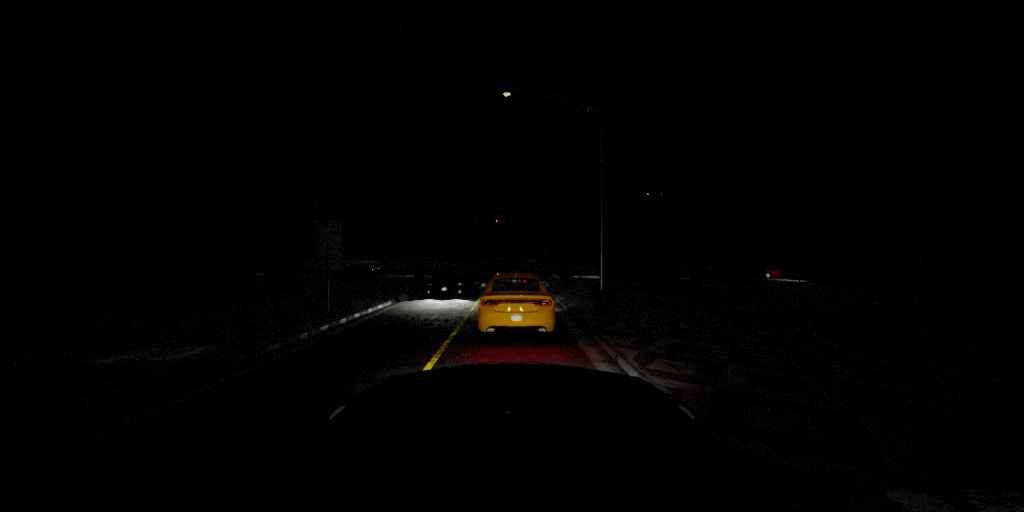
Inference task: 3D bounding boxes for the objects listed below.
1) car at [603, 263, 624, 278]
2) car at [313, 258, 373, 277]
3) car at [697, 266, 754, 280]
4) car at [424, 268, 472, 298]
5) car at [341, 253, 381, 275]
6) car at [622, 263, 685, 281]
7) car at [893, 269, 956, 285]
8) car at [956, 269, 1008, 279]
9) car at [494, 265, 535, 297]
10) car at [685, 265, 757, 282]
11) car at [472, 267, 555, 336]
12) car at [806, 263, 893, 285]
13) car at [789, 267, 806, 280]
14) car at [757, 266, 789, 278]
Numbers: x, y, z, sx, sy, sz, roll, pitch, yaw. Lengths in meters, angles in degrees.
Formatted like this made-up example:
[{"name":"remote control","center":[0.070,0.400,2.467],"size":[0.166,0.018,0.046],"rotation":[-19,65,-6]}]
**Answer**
[{"name":"car","center":[11.899,1.454,36.843],"size":[4.892,1.490,1.837],"rotation":[1,0,0]},{"name":"car","center":[-14.767,1.115,30.905],"size":[4.403,1.370,2.007],"rotation":[0,0,0]},{"name":"car","center":[21.817,1.704,36.836],"size":[4.718,1.301,1.895],"rotation":[1,0,0]},{"name":"car","center":[-3.086,1.312,18.331],"size":[1.994,1.385,4.181],"rotation":[0,0,0]},{"name":"car","center":[-15.244,0.777,33.659],"size":[5.566,2.045,2.150],"rotation":[1,0,0]},{"name":"car","center":[12.141,1.522,30.985],"size":[4.313,1.339,1.948],"rotation":[0,0,0]},{"name":"car","center":[34.714,1.861,30.970],"size":[4.507,1.381,1.888],"rotation":[0,0,0]},{"name":"car","center":[40.364,1.993,30.967],"size":[4.207,1.307,1.802],"rotation":[0,0,0]},{"name":"car","center":[0.110,1.296,20.257],"size":[2.033,1.411,5.357],"rotation":[0,0,0]},{"name":"car","center":[17.953,1.568,30.981],"size":[4.829,1.417,1.751],"rotation":[0,0,0]},{"name":"car","center":[0.103,1.227,10.430],"size":[1.882,1.535,5.008],"rotation":[0,0,0]},{"name":"car","center":[29.070,1.538,30.974],"size":[5.009,1.841,2.192],"rotation":[0,0,0]},{"name":"car","center":[31.882,1.770,36.821],"size":[4.892,1.490,1.837],"rotation":[1,0,0]},{"name":"car","center":[29.083,1.763,39.499],"size":[4.507,1.381,1.888],"rotation":[0,0,0]}]
